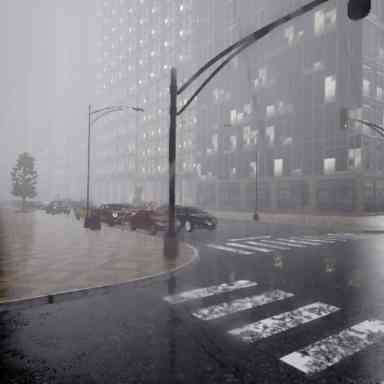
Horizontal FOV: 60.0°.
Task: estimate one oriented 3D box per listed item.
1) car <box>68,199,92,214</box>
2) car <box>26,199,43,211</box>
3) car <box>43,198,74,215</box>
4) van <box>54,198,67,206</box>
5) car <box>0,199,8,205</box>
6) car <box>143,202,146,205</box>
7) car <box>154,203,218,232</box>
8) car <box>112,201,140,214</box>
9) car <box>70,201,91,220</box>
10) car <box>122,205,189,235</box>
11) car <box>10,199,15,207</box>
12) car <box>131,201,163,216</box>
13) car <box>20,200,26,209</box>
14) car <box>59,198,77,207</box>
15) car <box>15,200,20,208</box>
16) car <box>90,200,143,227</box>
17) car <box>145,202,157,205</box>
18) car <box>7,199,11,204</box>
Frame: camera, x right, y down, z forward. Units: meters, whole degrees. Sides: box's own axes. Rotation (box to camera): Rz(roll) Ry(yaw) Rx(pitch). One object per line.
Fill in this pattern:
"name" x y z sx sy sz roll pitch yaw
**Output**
"car" -11.997 1.818 37.830 2.128 1.511 4.902 1 -1 -35
"car" -21.820 1.960 47.304 2.008 1.369 4.403 1 -1 -35
"car" -15.300 1.740 37.995 1.967 1.590 4.097 1 -1 -35
"van" -27.995 2.118 70.734 1.690 1.788 3.998 1 -1 -35
"car" -41.380 2.288 75.237 2.008 1.369 4.403 1 -1 -35
"car" -6.078 1.731 29.356 1.837 1.490 4.892 1 -1 -35
"car" -0.313 1.635 21.119 1.837 1.490 4.892 1 -1 -33
"car" -8.532 1.975 42.938 1.752 1.417 4.829 1 -1 -35
"car" -8.682 1.714 28.544 1.752 1.417 4.829 1 -1 -35
"car" -2.260 1.663 19.371 1.802 1.307 4.206 1 -1 -35
"car" -31.600 2.124 61.270 2.008 1.369 4.403 1 -1 -35
"car" -5.175 1.834 38.145 1.967 1.590 4.097 1 -1 -35
"car" -25.079 2.030 51.960 1.947 1.339 4.313 1 -1 -35
"car" -24.735 2.037 66.079 2.192 1.841 5.009 1 -1 -35
"car" -28.339 2.063 56.615 1.887 1.381 4.507 1 -1 -35
"car" -5.520 1.575 24.029 1.967 1.590 4.097 1 -1 -35
"car" -1.982 1.784 29.085 1.812 1.442 4.674 1 -1 -35
"car" -34.860 2.210 65.926 1.802 1.307 4.206 1 -1 -35
